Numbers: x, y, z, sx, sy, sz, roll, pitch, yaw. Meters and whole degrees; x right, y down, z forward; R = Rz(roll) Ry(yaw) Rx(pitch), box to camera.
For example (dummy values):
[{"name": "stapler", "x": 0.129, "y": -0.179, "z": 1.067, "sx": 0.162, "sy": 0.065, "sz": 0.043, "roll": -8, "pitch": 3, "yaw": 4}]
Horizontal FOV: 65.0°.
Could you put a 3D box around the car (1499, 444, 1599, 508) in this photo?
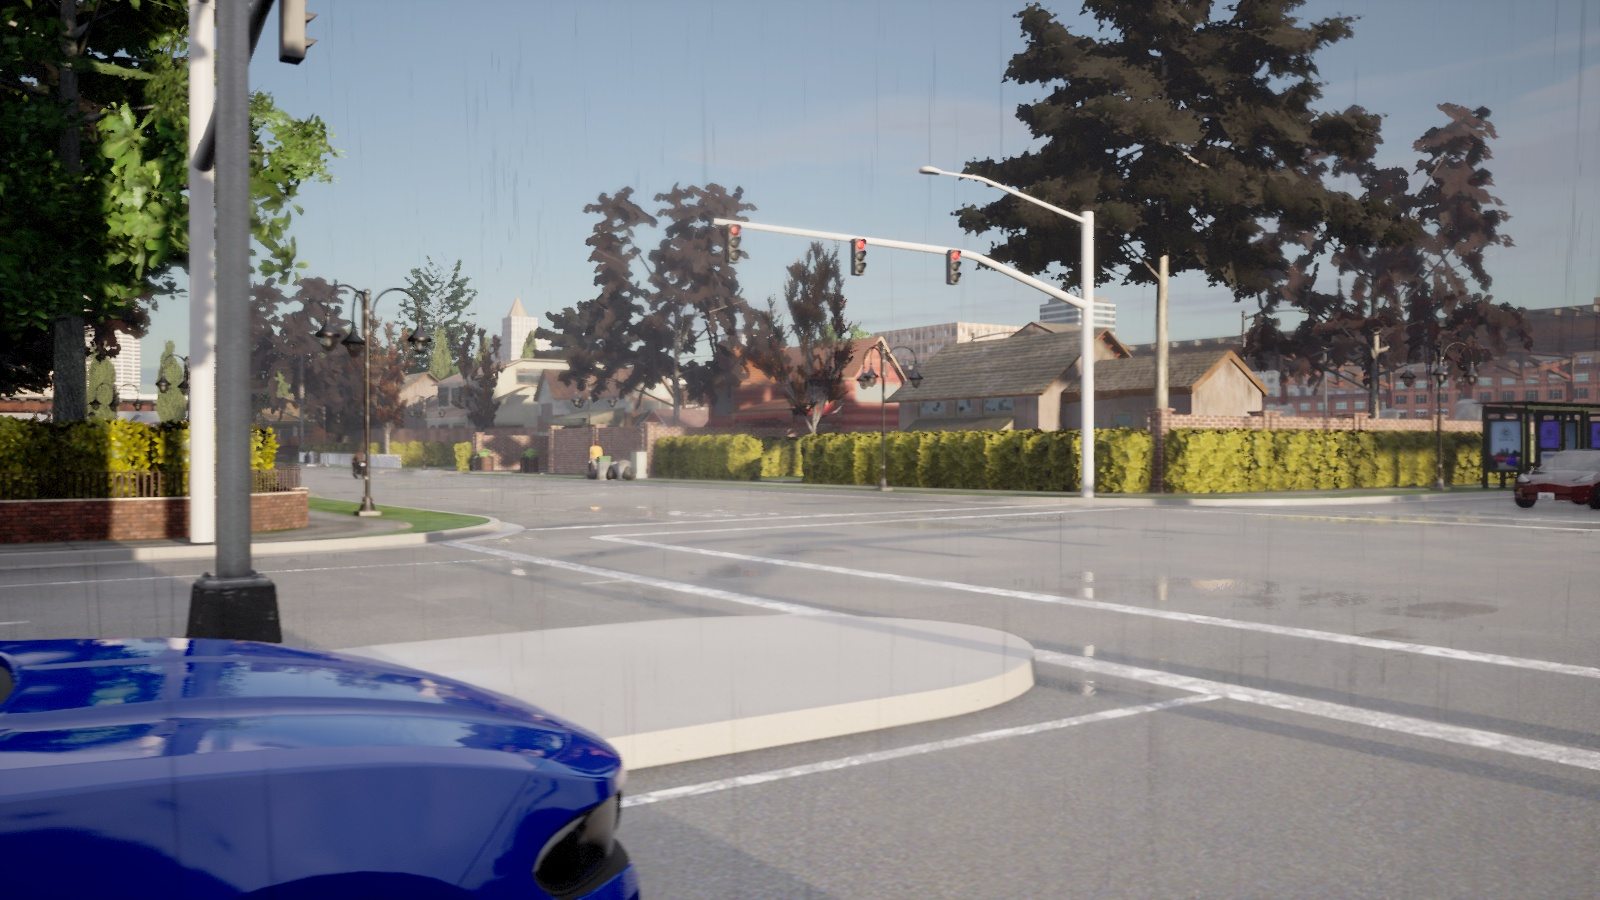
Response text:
[{"name": "car", "x": 19.864, "y": 0.606, "z": 31.526, "sx": 4.792, "sy": 1.488, "sz": 2.163, "roll": 0, "pitch": 0, "yaw": -35}]

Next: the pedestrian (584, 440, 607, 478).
[{"name": "pedestrian", "x": -10.011, "y": 0.445, "z": 61.463, "sx": 0.874, "sy": 1.855, "sz": 0.900, "roll": 0, "pitch": 0, "yaw": -29}]

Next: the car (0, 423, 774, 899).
[{"name": "car", "x": -2.647, "y": 0.739, "z": 1.816, "sx": 5.008, "sy": 1.535, "sz": 1.882, "roll": 0, "pitch": 0, "yaw": -35}]

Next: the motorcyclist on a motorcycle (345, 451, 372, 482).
[{"name": "motorcyclist on a motorcycle", "x": -22.625, "y": 0.840, "z": 64.347, "sx": 0.797, "sy": 1.523, "sz": 2.044, "roll": 0, "pitch": 0, "yaw": -35}]
